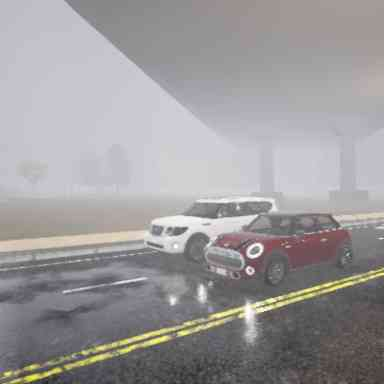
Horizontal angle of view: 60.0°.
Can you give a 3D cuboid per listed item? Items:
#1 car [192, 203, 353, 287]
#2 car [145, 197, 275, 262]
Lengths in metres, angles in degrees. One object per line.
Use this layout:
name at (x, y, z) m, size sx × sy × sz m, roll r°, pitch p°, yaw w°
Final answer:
car at (2.540, 1.356, 9.475) m, size 4.553 × 1.767 × 2.097 m, roll 0°, pitch 0°, yaw -35°
car at (1.025, 1.228, 12.389) m, size 5.566 × 2.045 × 2.150 m, roll 0°, pitch 0°, yaw -35°
